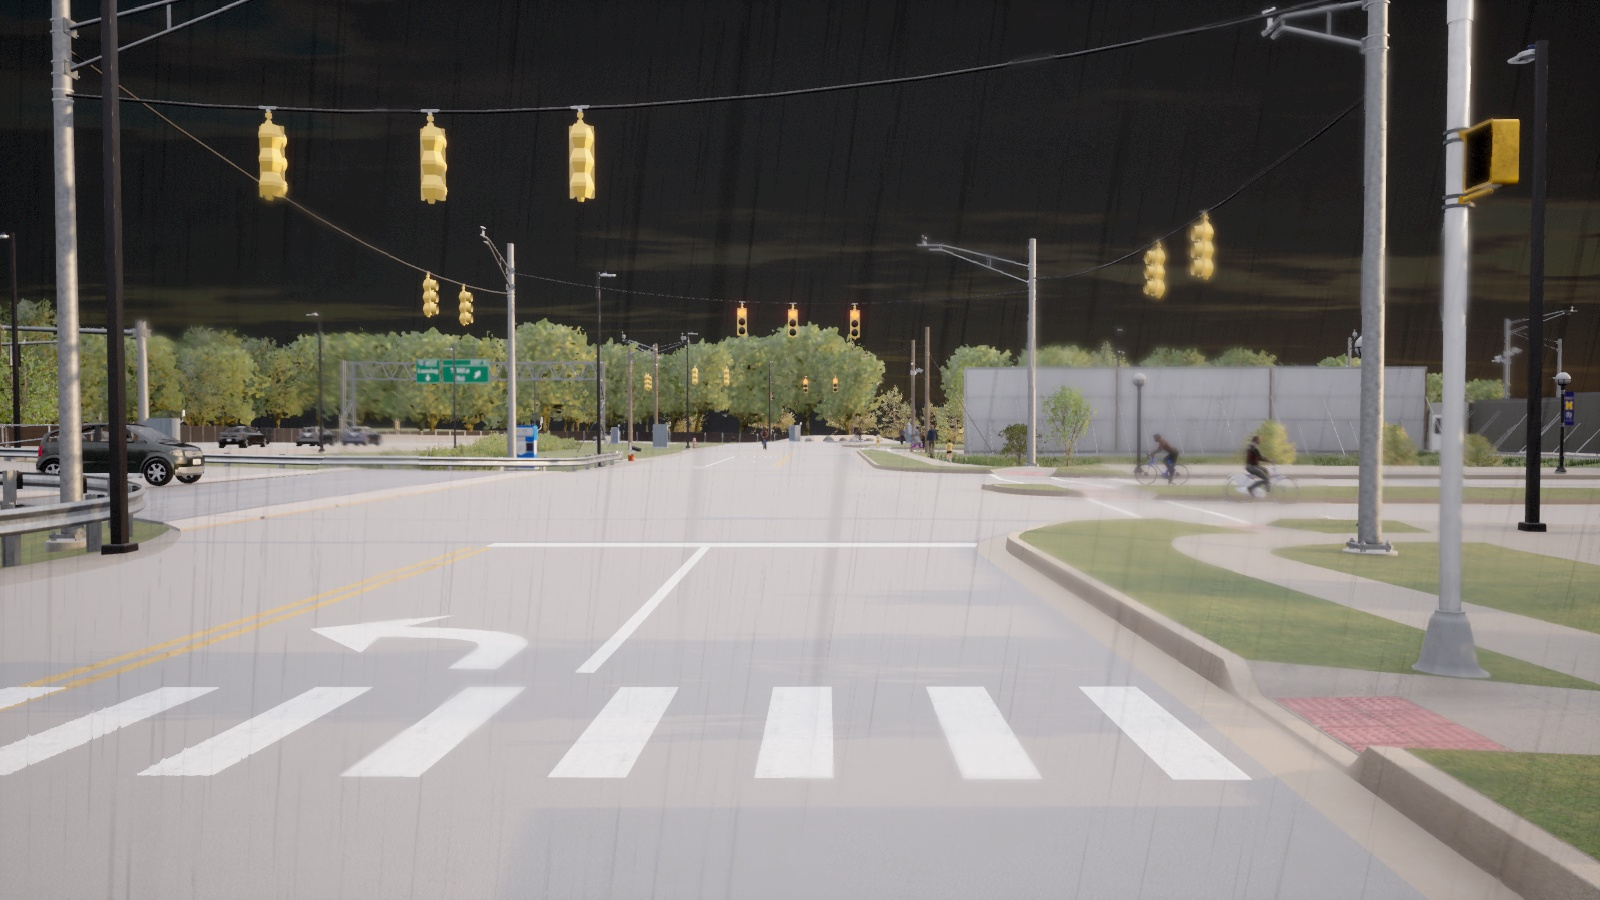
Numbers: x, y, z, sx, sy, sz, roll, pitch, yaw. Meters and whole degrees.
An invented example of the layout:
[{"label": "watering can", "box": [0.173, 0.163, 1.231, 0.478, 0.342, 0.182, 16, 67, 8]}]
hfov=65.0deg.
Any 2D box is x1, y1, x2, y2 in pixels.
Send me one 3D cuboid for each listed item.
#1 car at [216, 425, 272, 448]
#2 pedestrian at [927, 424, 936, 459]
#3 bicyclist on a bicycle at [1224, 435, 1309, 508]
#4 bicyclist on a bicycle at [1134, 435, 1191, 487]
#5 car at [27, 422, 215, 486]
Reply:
[{"label": "car", "box": [-36.934, -0.916, 83.475, 1.816, 1.474, 4.193, 0, 1, 1]}, {"label": "pedestrian", "box": [7.026, -0.467, 66.944, 0.402, 1.842, 0.726, 0, 2, 1]}, {"label": "bicyclist on a bicycle", "box": [11.721, 0.536, 31.566, 1.843, 1.776, 0.659, 1, 1, 1]}, {"label": "bicyclist on a bicycle", "box": [11.429, 0.330, 39.639, 1.656, 1.620, 0.582, 1, 1, 11]}, {"label": "car", "box": [-16.831, 0.079, 31.250, 3.705, 1.549, 1.789, 0, 1, 1]}]
